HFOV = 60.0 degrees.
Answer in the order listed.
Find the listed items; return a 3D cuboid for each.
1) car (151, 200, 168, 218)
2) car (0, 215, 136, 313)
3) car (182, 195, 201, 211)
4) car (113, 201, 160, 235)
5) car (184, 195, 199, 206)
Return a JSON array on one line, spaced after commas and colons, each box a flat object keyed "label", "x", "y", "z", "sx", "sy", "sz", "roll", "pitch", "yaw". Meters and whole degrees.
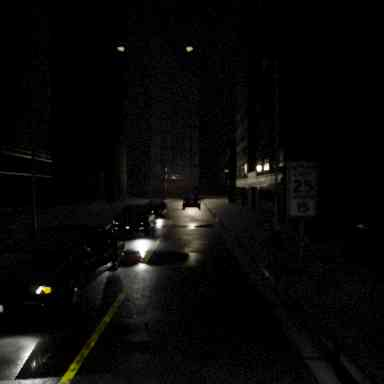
[{"label": "car", "x": -3.099, "y": 1.424, "z": 28.820, "sx": 2.033, "sy": 1.411, "sz": 5.357, "roll": 0, "pitch": 0, "yaw": 1}, {"label": "car", "x": -3.076, "y": 1.535, "z": 8.147, "sx": 2.033, "sy": 1.411, "sz": 5.357, "roll": 0, "pitch": 0, "yaw": 4}, {"label": "car", "x": -0.029, "y": 1.156, "z": 38.476, "sx": 2.097, "sy": 1.767, "sz": 4.553, "roll": 0, "pitch": 0, "yaw": 0}, {"label": "car", "x": -3.103, "y": 1.452, "z": 18.480, "sx": 1.837, "sy": 1.490, "sz": 4.892, "roll": 0, "pitch": 0, "yaw": 0}, {"label": "car", "x": -0.031, "y": 1.209, "z": 49.115, "sx": 2.128, "sy": 1.511, "sz": 4.902, "roll": 0, "pitch": 1, "yaw": 0}]
